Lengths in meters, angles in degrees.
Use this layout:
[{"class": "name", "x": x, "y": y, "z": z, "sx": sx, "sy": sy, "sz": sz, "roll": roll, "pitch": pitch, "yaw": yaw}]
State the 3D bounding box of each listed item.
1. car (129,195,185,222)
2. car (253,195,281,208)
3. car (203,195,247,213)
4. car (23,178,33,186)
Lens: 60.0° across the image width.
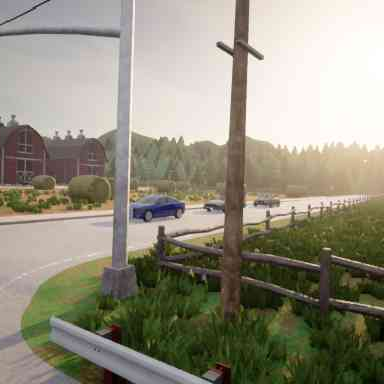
[{"class": "car", "x": -2.379, "y": 0.943, "z": 21.201, "sx": 1.882, "sy": 1.535, "sz": 5.008, "roll": 3, "pitch": 2, "yaw": 33}, {"class": "car", "x": 8.582, "y": 0.997, "z": 37.814, "sx": 1.994, "sy": 1.385, "sz": 4.181, "roll": 3, "pitch": 2, "yaw": 33}, {"class": "car", "x": 3.063, "y": 0.997, "z": 29.461, "sx": 2.033, "sy": 1.411, "sz": 5.357, "roll": 3, "pitch": 2, "yaw": 33}, {"class": "car", "x": -38.908, "y": -2.329, "z": 79.373, "sx": 1.905, "sy": 1.878, "sz": 3.866, "roll": 8, "pitch": 2, "yaw": -13}]
